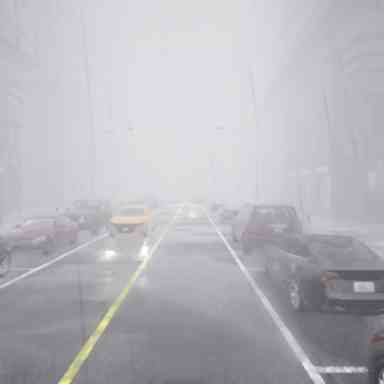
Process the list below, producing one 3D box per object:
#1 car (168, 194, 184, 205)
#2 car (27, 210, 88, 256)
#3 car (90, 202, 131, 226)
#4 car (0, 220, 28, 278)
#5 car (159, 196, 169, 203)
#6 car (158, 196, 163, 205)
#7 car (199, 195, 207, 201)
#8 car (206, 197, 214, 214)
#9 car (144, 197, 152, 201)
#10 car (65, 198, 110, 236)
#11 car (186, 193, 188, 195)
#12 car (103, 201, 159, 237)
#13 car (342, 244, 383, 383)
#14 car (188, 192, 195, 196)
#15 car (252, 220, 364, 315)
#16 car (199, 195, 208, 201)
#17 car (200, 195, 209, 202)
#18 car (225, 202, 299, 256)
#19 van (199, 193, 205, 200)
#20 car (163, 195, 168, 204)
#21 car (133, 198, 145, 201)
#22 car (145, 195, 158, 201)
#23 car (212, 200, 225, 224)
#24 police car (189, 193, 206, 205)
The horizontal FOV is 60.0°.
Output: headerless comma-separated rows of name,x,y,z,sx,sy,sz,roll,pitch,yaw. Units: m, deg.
car,-3.050,1.504,58.250,2.033,1.411,5.357,0,0,1
car,-5.760,1.571,13.028,1.802,1.307,4.206,0,0,0
car,-5.761,1.506,24.062,1.752,1.417,4.829,0,0,0
car,-5.760,1.559,7.426,1.947,1.339,4.313,0,0,0
car,-5.764,1.532,69.045,1.802,1.307,4.206,0,0,0
car,-5.761,1.279,46.638,2.192,1.841,5.009,0,0,0
car,2.761,1.485,85.860,1.887,1.381,4.507,0,0,0
car,2.764,1.518,35.441,1.887,1.381,4.507,0,0,0
car,-5.762,1.538,35.435,1.947,1.339,4.313,0,0,0
car,-5.760,1.300,18.629,2.192,1.841,5.009,0,0,0
car,-0.005,1.335,91.525,1.812,1.442,4.674,0,0,0
car,-3.101,1.463,17.986,1.882,1.535,5.008,0,0,0
car,2.766,1.439,1.828,1.967,1.590,4.097,0,0,0
car,0.817,1.175,67.154,2.150,2.045,5.566,0,0,-1
car,2.765,1.560,7.430,1.947,1.339,4.313,0,0,0
car,2.761,1.489,80.258,1.887,1.381,4.507,0,0,0
car,2.761,1.472,74.826,1.752,1.417,4.829,0,0,0
car,2.766,1.305,13.031,2.192,1.841,5.009,0,0,0
van,2.761,1.279,91.462,1.690,1.788,3.998,0,0,0
car,-5.763,1.501,57.842,1.887,1.381,4.507,0,0,0
car,-5.761,1.527,29.833,2.008,1.369,4.403,0,0,0
car,-5.762,1.408,41.037,1.967,1.590,4.097,0,0,0
car,2.764,1.532,24.236,2.008,1.369,4.403,0,0,0
police car,0.897,1.383,57.242,1.930,1.638,5.238,0,0,0
